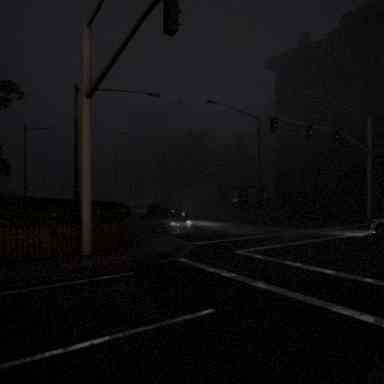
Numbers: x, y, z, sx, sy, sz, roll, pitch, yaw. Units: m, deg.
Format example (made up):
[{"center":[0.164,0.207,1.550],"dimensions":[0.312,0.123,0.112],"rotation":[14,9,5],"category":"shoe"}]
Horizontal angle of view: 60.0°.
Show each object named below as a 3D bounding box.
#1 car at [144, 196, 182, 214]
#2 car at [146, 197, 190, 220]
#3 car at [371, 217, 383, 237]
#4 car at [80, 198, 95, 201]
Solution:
[{"center":[-3.257,1.356,36.199],"dimensions":[2.097,1.767,4.553],"rotation":[0,0,-35],"category":"car"},{"center":[-2.071,1.495,28.172],"dimensions":[2.128,1.511,4.902],"rotation":[0,0,-35],"category":"car"},{"center":[10.981,1.507,15.659],"dimensions":[1.812,1.442,4.674],"rotation":[0,0,-35],"category":"car"},{"center":[-14.846,1.528,46.730],"dimensions":[1.812,1.442,4.674],"rotation":[0,0,-34],"category":"car"}]
